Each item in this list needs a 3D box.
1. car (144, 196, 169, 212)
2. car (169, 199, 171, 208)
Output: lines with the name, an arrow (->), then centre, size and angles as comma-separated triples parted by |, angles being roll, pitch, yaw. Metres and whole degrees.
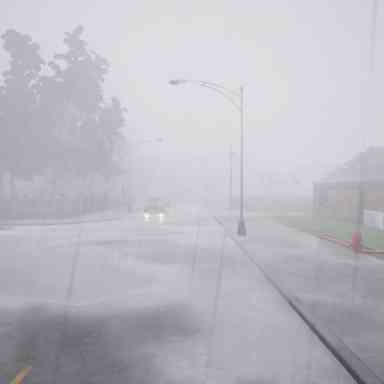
car -> -4.183, 1.352, 37.909 | 2.097, 1.767, 4.553 | 0, 0, 0
car -> -4.185, 1.352, 48.161 | 2.097, 1.767, 4.553 | 0, 0, 0
